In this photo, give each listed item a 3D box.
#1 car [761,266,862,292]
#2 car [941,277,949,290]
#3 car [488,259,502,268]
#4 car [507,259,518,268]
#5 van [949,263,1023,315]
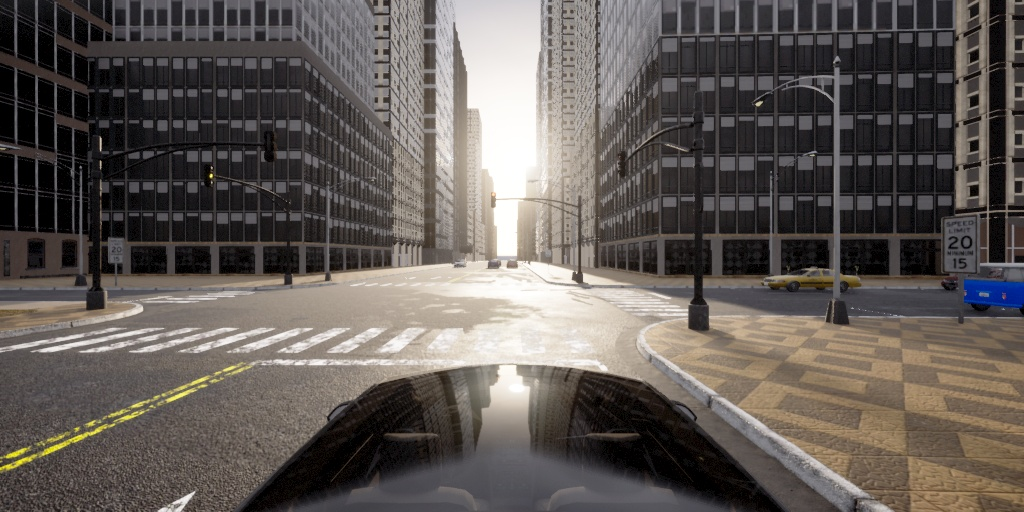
[{"bbox_3d":[17.099,1.293,20.646,4.829,1.417,1.751,0,0,2],"label":"car"},{"bbox_3d":[26.933,1.356,20.155,4.207,1.307,1.802,0,0,2],"label":"car"},{"bbox_3d":[-3.211,1.335,62.826,1.882,1.535,5.008,0,0,0],"label":"car"},{"bbox_3d":[0.039,1.425,63.657,1.994,1.385,4.181,0,0,0],"label":"car"},{"bbox_3d":[18.365,1.119,12.473,3.998,1.789,1.690,0,0,2],"label":"van"}]
